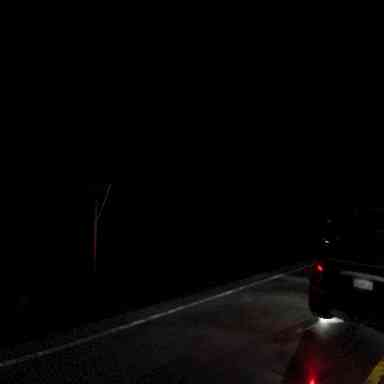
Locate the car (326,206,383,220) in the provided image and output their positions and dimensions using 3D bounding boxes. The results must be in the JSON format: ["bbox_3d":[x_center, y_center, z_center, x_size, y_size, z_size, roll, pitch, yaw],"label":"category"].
[{"bbox_3d":[5.932,1.510,11.180,2.150,2.045,5.566,0,-2,35],"label":"car"}]

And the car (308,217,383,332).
[{"bbox_3d":[4.291,1.527,6.568,4.553,1.767,2.097,2,-2,-40],"label":"car"}]
